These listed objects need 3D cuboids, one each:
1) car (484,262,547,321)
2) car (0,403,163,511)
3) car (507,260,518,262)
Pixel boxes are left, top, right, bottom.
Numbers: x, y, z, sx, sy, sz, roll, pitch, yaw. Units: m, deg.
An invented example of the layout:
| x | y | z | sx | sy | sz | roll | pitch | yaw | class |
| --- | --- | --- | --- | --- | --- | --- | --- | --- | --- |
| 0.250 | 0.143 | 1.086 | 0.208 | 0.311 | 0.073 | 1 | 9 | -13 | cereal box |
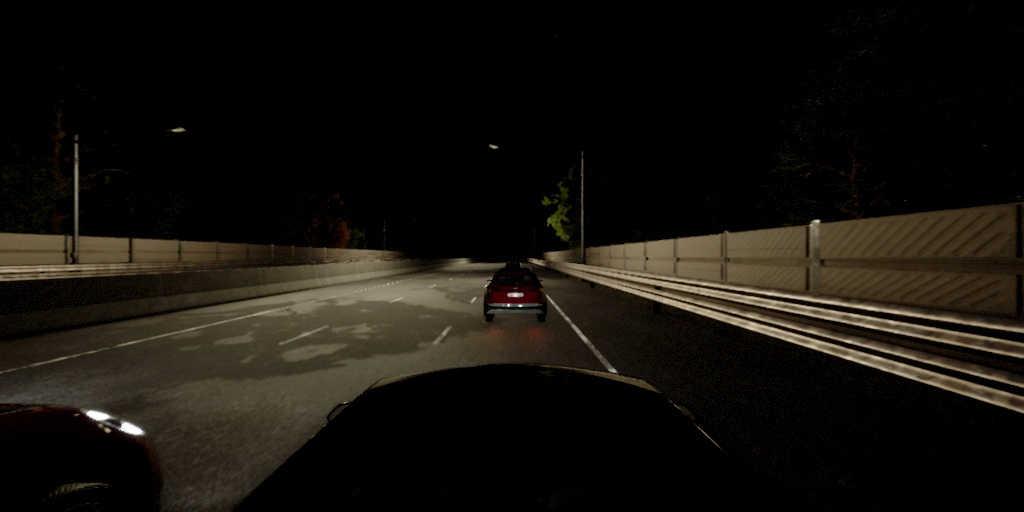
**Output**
| x | y | z | sx | sy | sz | roll | pitch | yaw | class |
| --- | --- | --- | --- | --- | --- | --- | --- | --- | --- |
| 0.101 | 1.183 | 12.530 | 2.033 | 1.649 | 4.856 | 0 | 0 | 0 | car |
| -3.402 | 1.102 | 0.486 | 2.097 | 1.767 | 4.553 | 0 | 0 | 0 | car |
| 0.104 | 1.266 | 42.800 | 1.837 | 1.490 | 4.892 | 0 | 0 | 0 | car |
